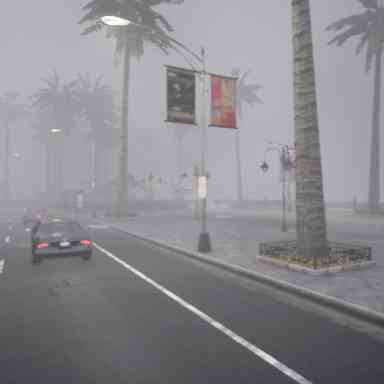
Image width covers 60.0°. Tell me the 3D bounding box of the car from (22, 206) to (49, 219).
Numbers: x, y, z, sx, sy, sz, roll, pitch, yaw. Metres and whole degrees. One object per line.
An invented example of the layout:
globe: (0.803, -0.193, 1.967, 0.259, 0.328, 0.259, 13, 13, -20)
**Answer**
car: (-12.392, 1.837, 26.534, 1.994, 1.385, 4.181, 0, 0, -28)

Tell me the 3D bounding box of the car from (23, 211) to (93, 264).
car: (-5.037, 1.668, 12.429, 2.033, 1.411, 5.357, 0, 0, -27)
